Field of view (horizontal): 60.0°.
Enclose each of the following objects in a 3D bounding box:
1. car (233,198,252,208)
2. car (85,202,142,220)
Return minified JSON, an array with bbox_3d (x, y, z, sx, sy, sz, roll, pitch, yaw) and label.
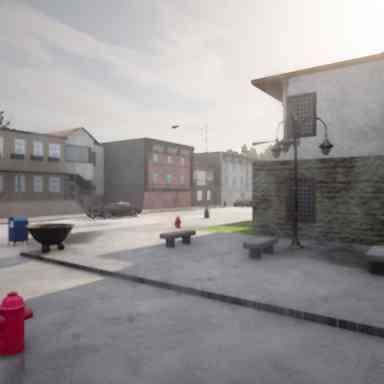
[{"bbox_3d":[7.457,1.493,46.769,1.994,1.385,4.181,0,0,36],"label":"car"},{"bbox_3d":[-6.392,1.529,27.422,1.895,1.301,4.718,0,0,35],"label":"car"}]
